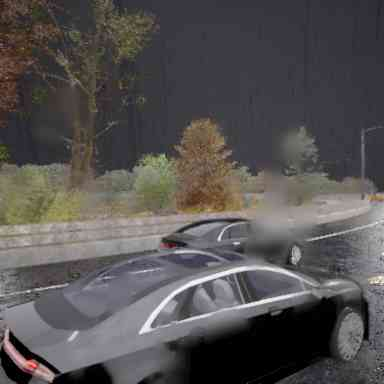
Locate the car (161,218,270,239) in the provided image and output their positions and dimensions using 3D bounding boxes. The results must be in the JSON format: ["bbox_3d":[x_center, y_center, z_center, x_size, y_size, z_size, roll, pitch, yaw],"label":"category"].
[{"bbox_3d":[1.301,1.499,9.521,4.892,1.490,1.837,0,0,-39],"label":"car"}]

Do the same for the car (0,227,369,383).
[{"bbox_3d":[0.335,1.492,4.185,4.902,1.511,2.128,0,0,-36],"label":"car"}]

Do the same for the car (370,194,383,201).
[{"bbox_3d":[37.044,1.070,66.024,1.882,1.535,5.008,0,0,12],"label":"car"}]
